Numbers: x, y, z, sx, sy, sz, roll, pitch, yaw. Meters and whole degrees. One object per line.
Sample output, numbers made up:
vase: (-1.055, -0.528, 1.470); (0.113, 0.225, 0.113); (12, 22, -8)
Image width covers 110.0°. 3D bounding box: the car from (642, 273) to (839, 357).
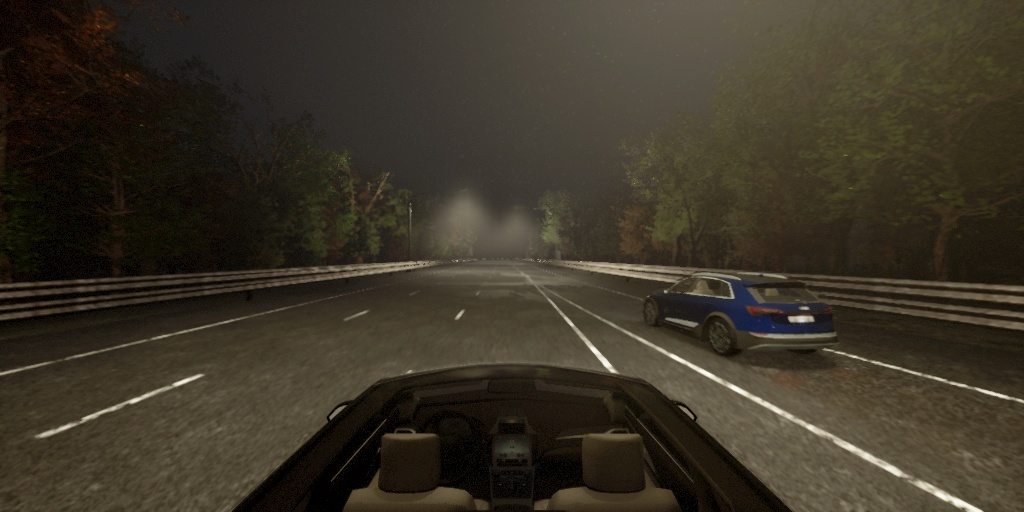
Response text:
car: (4.932, 1.192, 8.595); (2.033, 1.649, 4.856); (0, 0, -5)
